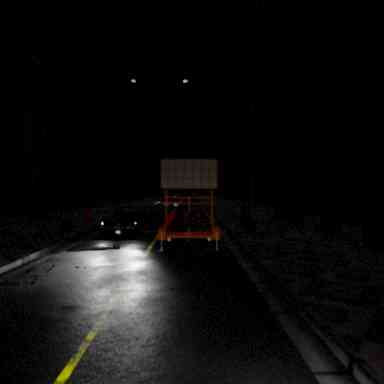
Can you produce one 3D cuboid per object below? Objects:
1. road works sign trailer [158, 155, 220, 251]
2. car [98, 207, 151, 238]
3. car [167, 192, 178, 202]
[{"bbox_3d":[-0.112,0.332,13.400,2.380,3.560,2.880,0,1,-1],"label":"road works sign trailer"},{"bbox_3d":[-3.242,1.435,16.774,1.895,1.301,4.718,0,1,0],"label":"car"},{"bbox_3d":[-3.565,0.834,58.322,2.097,1.767,4.553,0,0,0],"label":"car"}]
